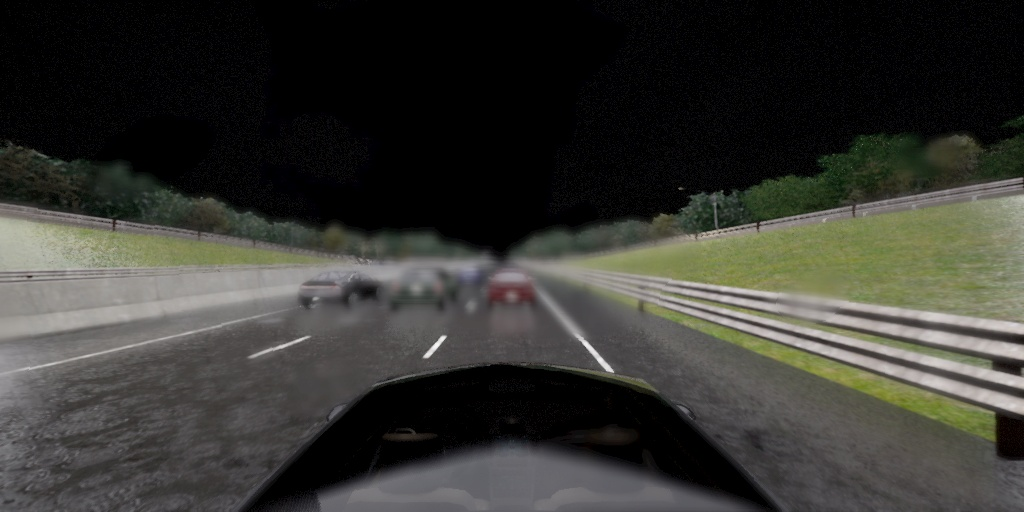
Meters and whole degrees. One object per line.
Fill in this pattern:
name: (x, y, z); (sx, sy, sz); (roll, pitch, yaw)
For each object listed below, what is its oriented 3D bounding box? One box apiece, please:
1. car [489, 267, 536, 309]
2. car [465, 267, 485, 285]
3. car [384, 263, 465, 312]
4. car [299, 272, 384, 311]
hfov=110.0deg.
car: (0.028, 1.398, 16.072); (1.882, 1.535, 5.008); (0, 0, 1)
car: (-3.476, 1.638, 30.734); (1.812, 1.442, 4.674); (0, -1, 1)
car: (-3.478, 1.262, 15.280); (2.097, 1.767, 4.553); (0, -1, 1)
car: (-6.979, 1.404, 15.345); (2.128, 1.511, 4.902); (0, -1, 1)
